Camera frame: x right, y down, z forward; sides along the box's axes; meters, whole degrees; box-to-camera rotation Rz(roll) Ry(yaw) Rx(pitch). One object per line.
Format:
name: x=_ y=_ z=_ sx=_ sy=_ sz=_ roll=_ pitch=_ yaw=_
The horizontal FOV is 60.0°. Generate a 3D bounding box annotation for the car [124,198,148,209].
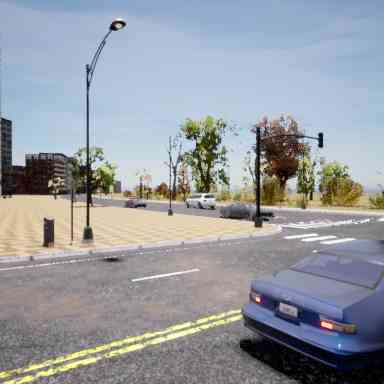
car: x=-8.386 y=1.659 z=49.169 sx=2.033 sy=1.411 sz=5.357 roll=0 pitch=0 yaw=-30

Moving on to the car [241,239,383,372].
car: x=3.303 y=1.547 z=5.655 sx=5.357 sy=1.411 sz=2.033 roll=0 pitch=0 yaw=-34

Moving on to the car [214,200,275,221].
car: x=4.497 y=1.604 z=28.055 sx=2.033 sy=1.411 sz=5.357 roll=0 pitch=0 yaw=-31

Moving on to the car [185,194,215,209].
car: x=1.102 y=1.293 z=46.340 sx=2.150 sy=2.045 sz=5.566 roll=0 pitch=0 yaw=-31
